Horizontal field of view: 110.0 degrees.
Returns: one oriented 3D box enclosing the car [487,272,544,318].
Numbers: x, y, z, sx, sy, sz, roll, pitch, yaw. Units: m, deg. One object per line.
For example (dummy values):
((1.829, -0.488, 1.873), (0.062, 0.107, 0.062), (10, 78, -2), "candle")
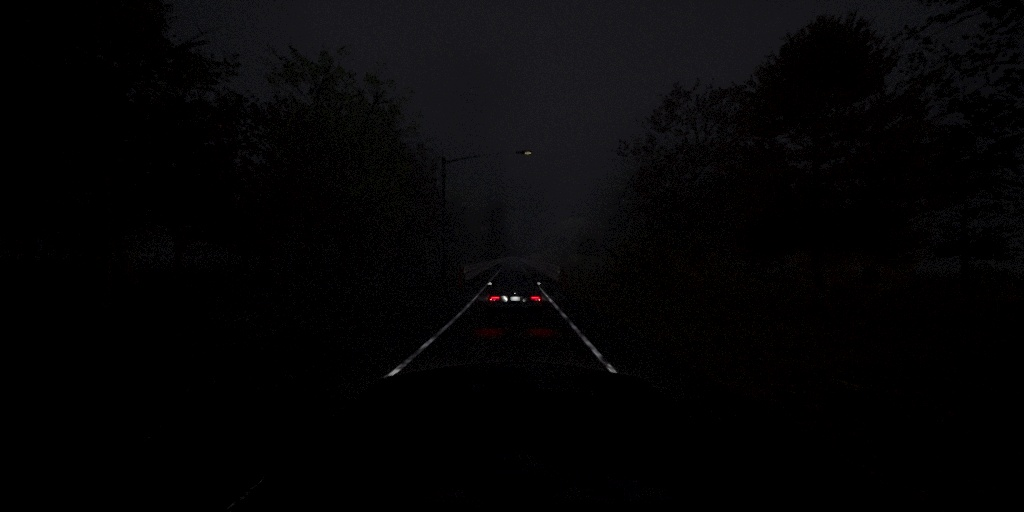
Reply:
((0.094, 1.300, 13.017), (2.033, 1.411, 5.357), (0, 0, 0), "car")
